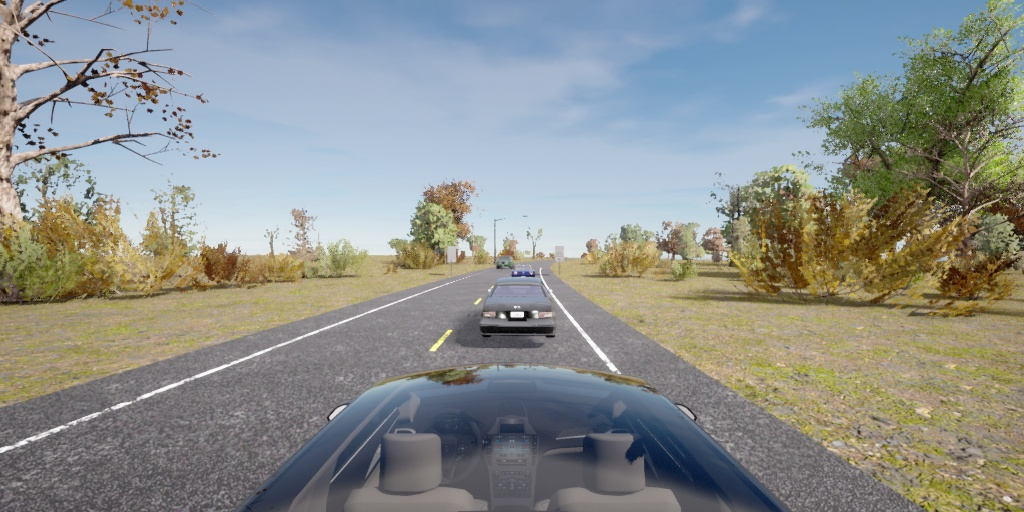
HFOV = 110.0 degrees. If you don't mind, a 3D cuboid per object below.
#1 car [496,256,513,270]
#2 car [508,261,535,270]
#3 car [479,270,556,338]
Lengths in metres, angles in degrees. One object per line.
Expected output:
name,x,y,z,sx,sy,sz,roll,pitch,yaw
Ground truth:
car,-1.034,0.967,53.754,2.150,2.045,5.566,0,0,6
car,0.947,1.351,29.765,1.895,1.301,4.718,0,0,2
car,0.210,1.298,10.172,2.033,1.411,5.357,0,0,2
